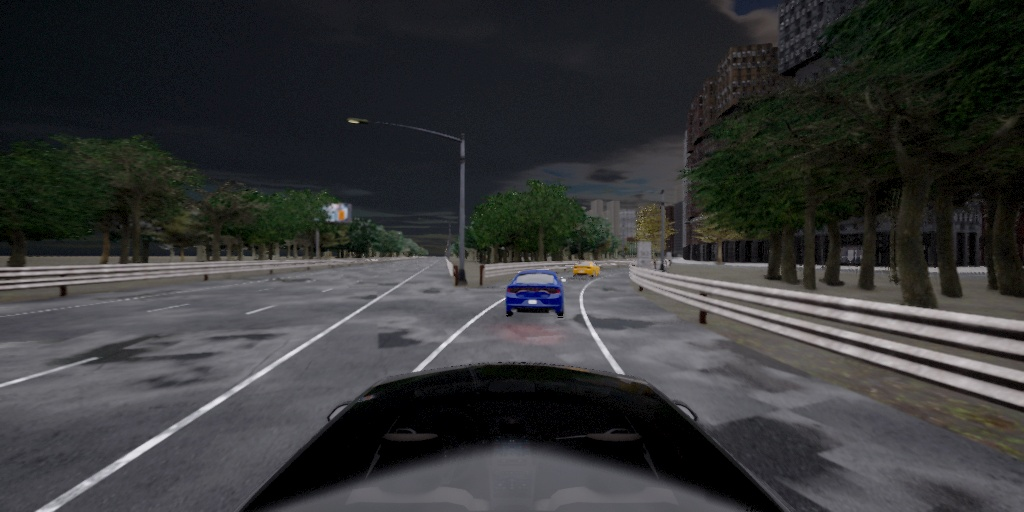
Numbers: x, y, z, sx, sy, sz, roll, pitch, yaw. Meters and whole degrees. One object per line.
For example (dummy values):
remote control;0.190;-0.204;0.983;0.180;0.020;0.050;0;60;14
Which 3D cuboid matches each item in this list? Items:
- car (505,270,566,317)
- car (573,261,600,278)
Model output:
car;0.971;1.255;13.324;1.882;1.535;5.008;0;0;8
car;7.490;1.287;35.679;1.882;1.535;5.008;0;0;24
